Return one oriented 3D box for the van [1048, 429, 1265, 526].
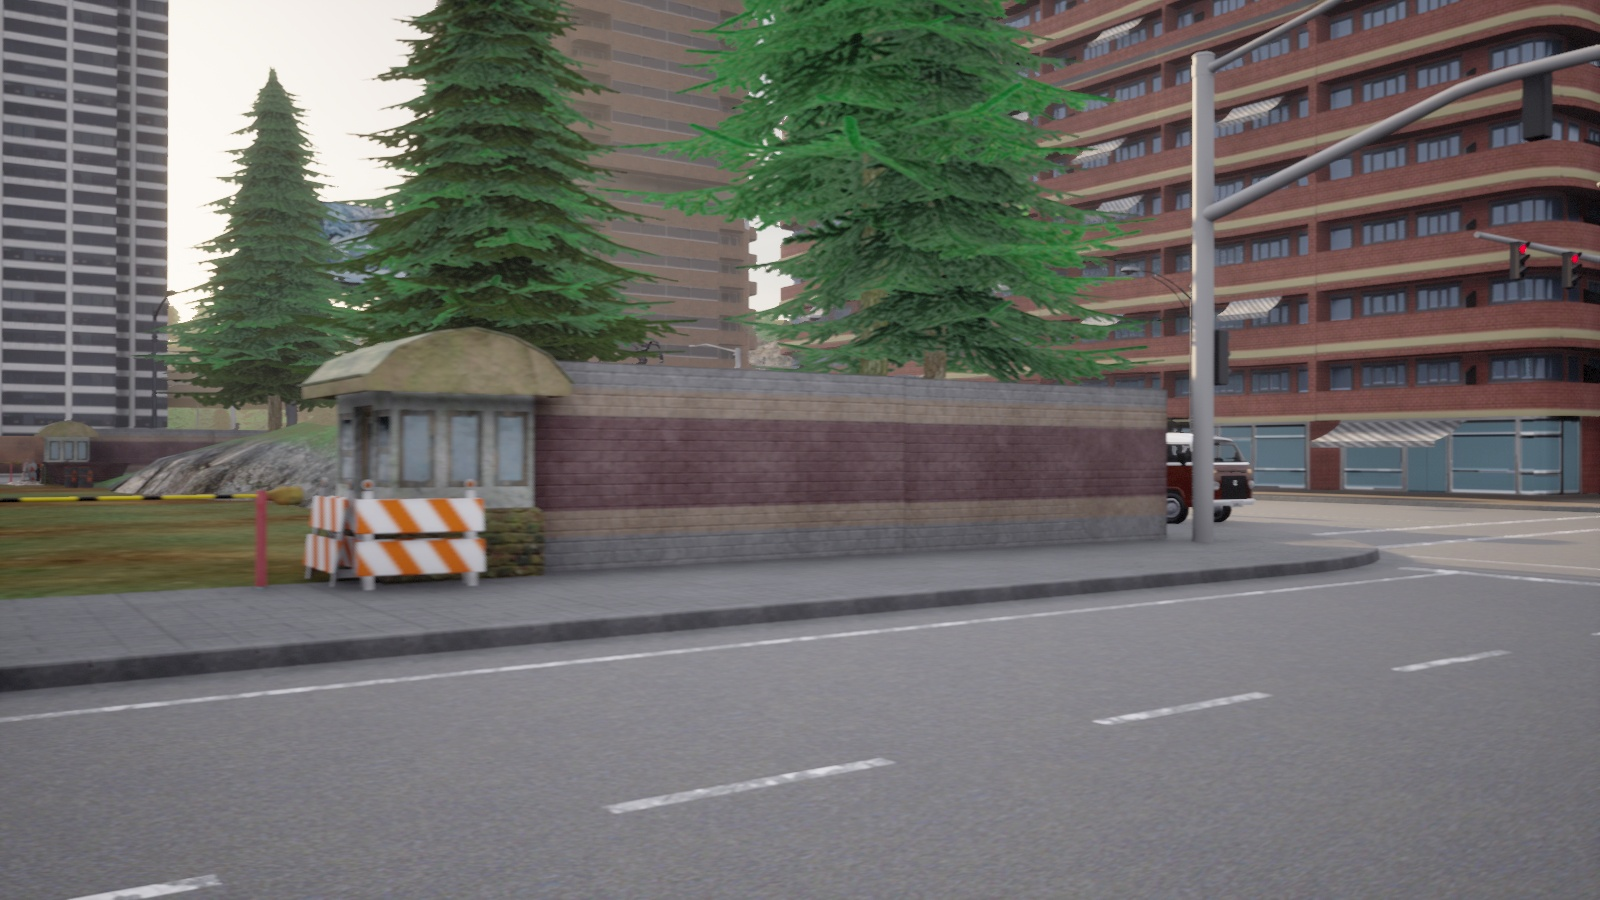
[{"bbox_3d":[8.046,0.577,28.746,2.069,2.038,4.480,0,0,-34],"label":"van"}]
